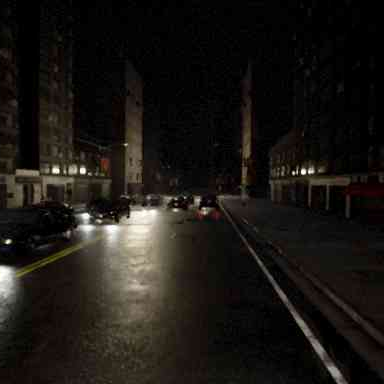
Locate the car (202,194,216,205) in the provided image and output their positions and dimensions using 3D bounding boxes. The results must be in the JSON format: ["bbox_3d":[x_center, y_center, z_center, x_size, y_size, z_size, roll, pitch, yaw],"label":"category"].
[{"bbox_3d":[2.442,1.032,47.594,1.837,1.490,4.892,1,1,3],"label":"car"}]

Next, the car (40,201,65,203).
[{"bbox_3d":[-8.853,1.258,20.806,1.994,1.385,4.181,1,1,2],"label":"car"}]

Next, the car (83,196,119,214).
[{"bbox_3d":[-8.307,1.162,30.726,1.994,1.385,4.181,1,1,4],"label":"car"}]

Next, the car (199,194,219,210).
[{"bbox_3d":[1.869,1.000,36.065,2.097,1.767,4.553,1,1,3],"label":"car"}]

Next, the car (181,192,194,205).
[{"bbox_3d":[-0.810,0.844,47.605,2.097,1.767,4.553,1,1,3],"label":"car"}]

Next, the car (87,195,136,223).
[{"bbox_3d":[-5.485,1.213,22.892,1.837,1.490,4.892,1,1,3],"label":"car"}]

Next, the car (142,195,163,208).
[{"bbox_3d":[-4.571,1.054,38.855,2.128,1.511,4.902,1,1,3],"label":"car"}]

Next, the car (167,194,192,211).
[{"bbox_3d":[-1.448,1.187,35.123,1.994,1.385,4.181,1,1,4],"label":"car"}]

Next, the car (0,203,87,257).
[{"bbox_3d":[-6.032,1.356,12.476,2.033,1.411,5.357,1,1,3],"label":"car"}]
